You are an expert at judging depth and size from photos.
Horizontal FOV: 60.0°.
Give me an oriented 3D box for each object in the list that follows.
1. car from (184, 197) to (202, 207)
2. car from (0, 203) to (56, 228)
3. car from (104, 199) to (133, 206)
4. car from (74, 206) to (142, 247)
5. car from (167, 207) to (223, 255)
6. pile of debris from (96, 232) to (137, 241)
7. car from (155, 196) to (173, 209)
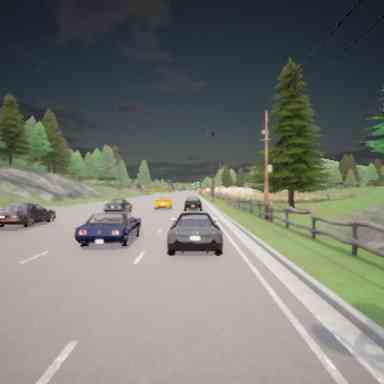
[{"bbox_3d":[0.118,1.248,36.543,1.882,1.535,5.008,0,0,0],"label":"car"},{"bbox_3d":[-10.390,1.410,20.800,2.033,1.411,5.357,0,0,0],"label":"car"},{"bbox_3d":[-6.886,1.346,31.319,2.033,1.411,5.357,0,0,0],"label":"car"},{"bbox_3d":[-3.390,1.506,14.420,1.895,1.301,4.718,0,0,0],"label":"car"},{"bbox_3d":[0.107,1.482,12.992,1.994,1.385,4.181,0,0,0],"label":"car"},{"bbox_3d":[-3.492,2.075,15.616,1.500,0.140,1.860,0,0,0],"label":"pile of debris"},{"bbox_3d":[-3.382,1.222,40.394,1.882,1.535,5.008,0,0,0],"label":"car"}]
